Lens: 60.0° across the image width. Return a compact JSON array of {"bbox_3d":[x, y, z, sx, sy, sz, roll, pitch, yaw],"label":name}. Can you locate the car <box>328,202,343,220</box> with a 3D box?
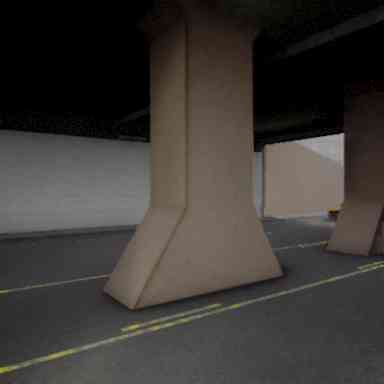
[{"bbox_3d":[12.567,1.376,25.838,5.008,1.535,1.882,0,0,-35],"label":"car"}]
